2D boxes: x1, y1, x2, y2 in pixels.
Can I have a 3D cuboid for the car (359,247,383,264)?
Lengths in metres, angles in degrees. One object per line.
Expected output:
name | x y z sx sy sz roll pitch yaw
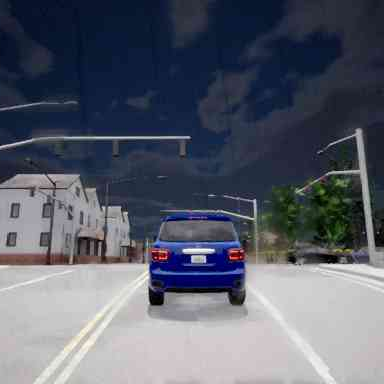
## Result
car | 15.421 5.656 29.594 4.553 1.767 2.097 0 -12 1

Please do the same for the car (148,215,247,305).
car | 0.076 1.760 9.289 2.150 2.045 5.566 0 -7 -1

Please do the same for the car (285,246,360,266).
car | 9.890 5.030 26.056 5.008 1.535 1.882 -1 -12 4
